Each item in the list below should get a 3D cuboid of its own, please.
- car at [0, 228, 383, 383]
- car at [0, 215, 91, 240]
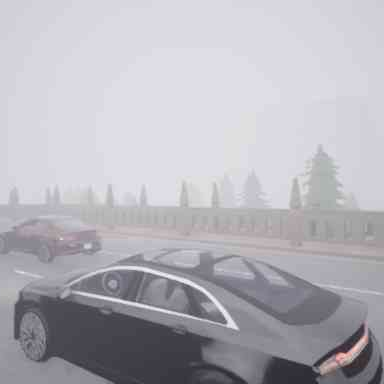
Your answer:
[{"bbox_3d":[-0.385,1.503,4.268,4.902,1.511,2.128,0,0,35],"label":"car"},{"bbox_3d":[-5.218,1.575,12.010,4.674,1.442,1.812,0,0,35],"label":"car"}]
